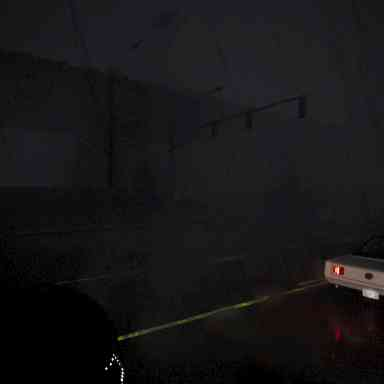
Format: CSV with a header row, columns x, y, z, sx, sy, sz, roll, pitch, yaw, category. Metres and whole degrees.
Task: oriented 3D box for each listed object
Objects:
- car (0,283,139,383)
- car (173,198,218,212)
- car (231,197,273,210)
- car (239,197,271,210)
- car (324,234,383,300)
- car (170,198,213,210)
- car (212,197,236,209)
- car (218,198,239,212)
x,y,z,sx,sy,sz,roll,pitch,yaw,category
-3.019,1.221,1.596,5.566,2.045,2.150,0,0,-35,car
0.037,1.453,36.382,4.974,1.542,2.038,0,0,8,car
7.688,1.453,42.831,4.974,1.542,2.038,0,0,-7,car
7.637,1.295,42.824,4.536,1.218,1.853,0,0,-7,car
5.125,1.601,7.437,4.718,1.301,1.895,0,0,-35,car
-0.014,1.295,36.389,4.536,1.218,1.853,0,0,8,car
3.796,1.295,39.118,1.853,1.218,4.536,0,0,18,car
3.780,1.453,39.069,2.038,1.542,4.974,0,0,18,car
